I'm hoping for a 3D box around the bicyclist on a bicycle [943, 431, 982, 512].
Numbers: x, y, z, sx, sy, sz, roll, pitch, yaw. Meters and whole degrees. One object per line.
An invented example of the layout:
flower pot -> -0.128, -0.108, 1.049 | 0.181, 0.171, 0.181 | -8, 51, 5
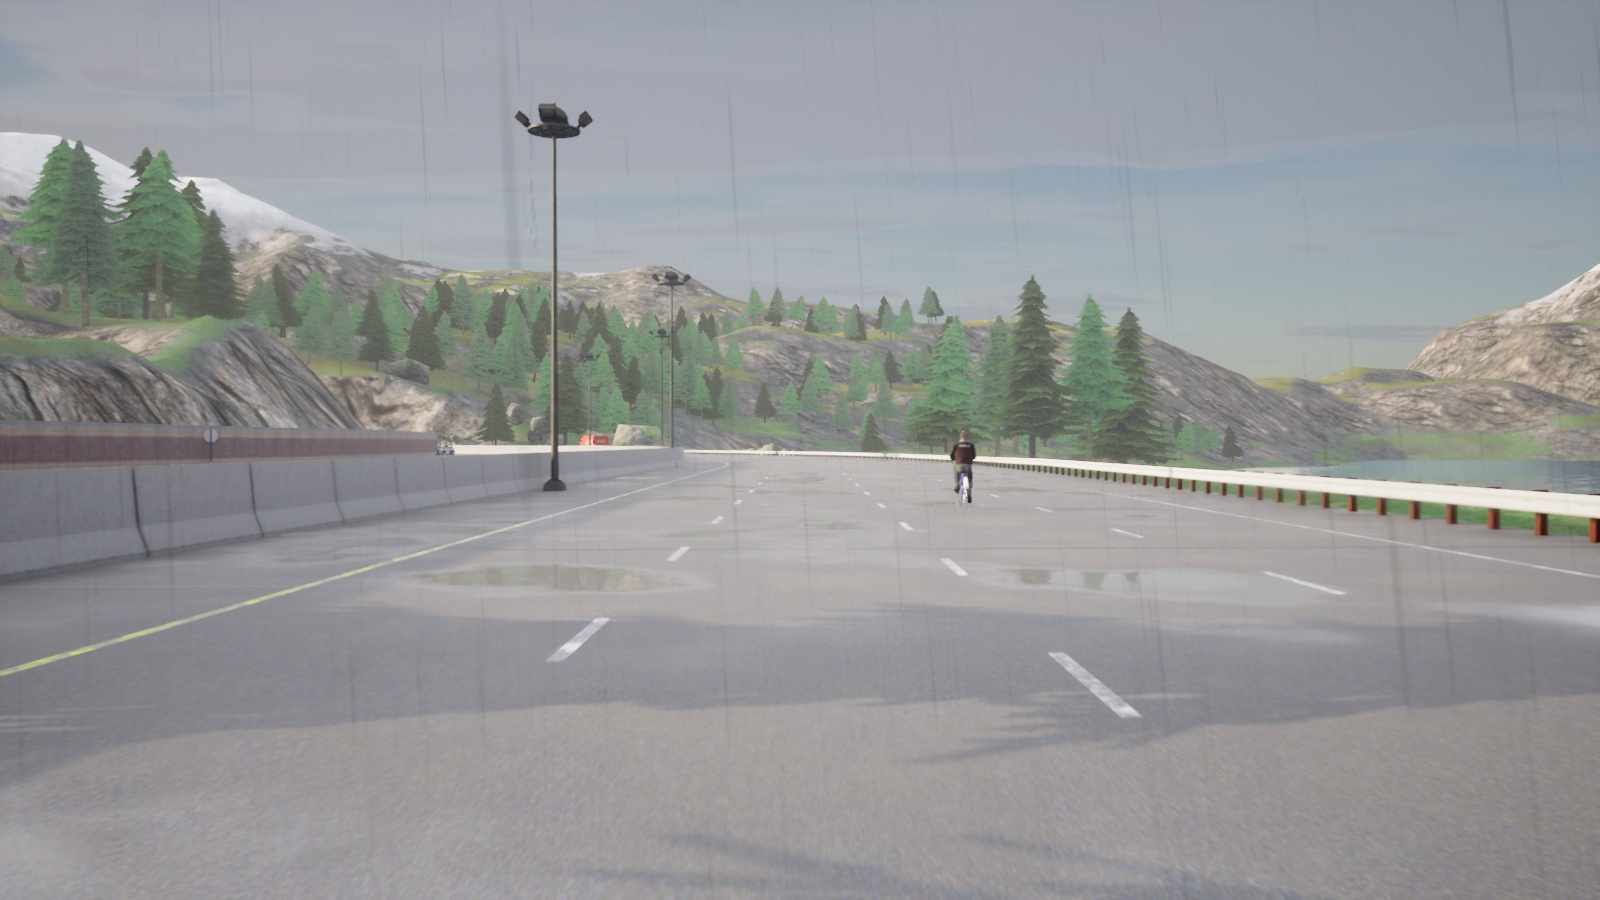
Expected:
bicyclist on a bicycle -> 3.680, 0.459, 28.573 | 0.659, 1.776, 1.843 | 0, 1, 0
